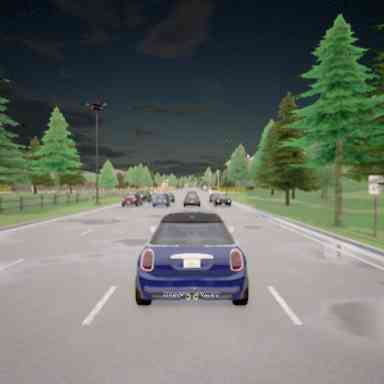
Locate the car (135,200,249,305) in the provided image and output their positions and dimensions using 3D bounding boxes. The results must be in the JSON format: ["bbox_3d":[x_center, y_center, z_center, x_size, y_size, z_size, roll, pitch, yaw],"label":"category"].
[{"bbox_3d":[0.000,1.233,7.934,2.097,1.767,4.553,0,1,0],"label":"car"}]

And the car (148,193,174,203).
[{"bbox_3d":[-3.500,0.976,38.576,2.033,1.411,5.357,0,1,0],"label":"car"}]

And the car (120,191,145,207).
[{"bbox_3d":[-7.000,0.948,38.993,1.812,1.442,4.674,0,1,0],"label":"car"}]

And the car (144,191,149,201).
[{"bbox_3d":[-7.000,0.627,48.962,2.097,1.767,4.553,0,1,0],"label":"car"}]

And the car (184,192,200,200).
[{"bbox_3d":[0.000,0.987,38.960,1.994,1.385,4.181,0,1,0],"label":"car"}]

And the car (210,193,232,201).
[{"bbox_3d":[3.500,1.023,39.024,1.895,1.301,4.718,0,1,0],"label":"car"}]
